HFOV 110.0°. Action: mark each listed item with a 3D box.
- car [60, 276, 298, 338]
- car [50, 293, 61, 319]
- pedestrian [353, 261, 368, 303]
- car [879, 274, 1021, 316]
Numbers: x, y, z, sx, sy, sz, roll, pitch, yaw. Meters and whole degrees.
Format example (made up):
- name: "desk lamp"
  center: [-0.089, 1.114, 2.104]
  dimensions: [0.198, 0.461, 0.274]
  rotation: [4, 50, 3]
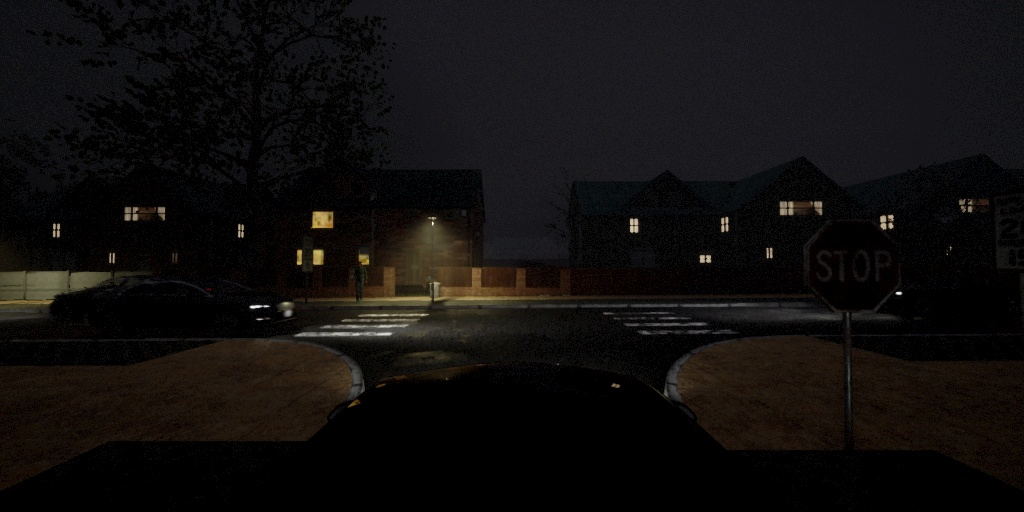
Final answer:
- name: "car"
  center: [-8.614, 1.333, 9.888]
  dimensions: [4.902, 1.511, 2.128]
  rotation: [-1, -1, 1]
- name: "car"
  center: [-13.453, 1.459, 12.900]
  dimensions: [4.902, 1.511, 2.128]
  rotation: [-1, -1, 1]
- name: "pedestrian"
  center: [-6.715, 1.113, 15.732]
  dimensions: [0.375, 1.860, 0.375]
  rotation: [0, -1, 1]
- name: "car"
  center: [14.930, 1.304, 12.536]
  dimensions: [4.718, 1.301, 1.895]
  rotation: [0, -1, 1]
